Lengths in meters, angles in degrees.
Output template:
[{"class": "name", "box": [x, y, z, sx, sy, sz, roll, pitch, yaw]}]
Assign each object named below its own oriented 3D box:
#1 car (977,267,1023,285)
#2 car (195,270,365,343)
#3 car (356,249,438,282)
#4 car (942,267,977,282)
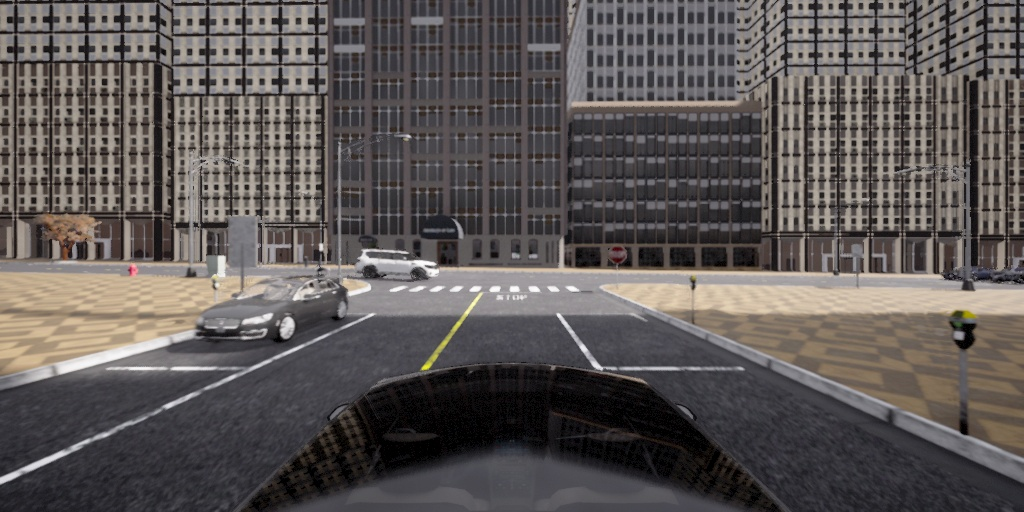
[{"class": "car", "box": [44.582, 1.697, 31.168, 4.902, 1.511, 2.128, 1, 0, 1]}, {"class": "car", "box": [-5.818, 1.221, 9.334, 2.007, 1.370, 4.403, 0, 0, 0]}, {"class": "car", "box": [-8.035, 0.636, 25.280, 5.566, 2.045, 2.150, 3, 0, 1]}, {"class": "car", "box": [44.233, 1.763, 34.428, 4.181, 1.385, 1.994, 1, 0, 1]}]
